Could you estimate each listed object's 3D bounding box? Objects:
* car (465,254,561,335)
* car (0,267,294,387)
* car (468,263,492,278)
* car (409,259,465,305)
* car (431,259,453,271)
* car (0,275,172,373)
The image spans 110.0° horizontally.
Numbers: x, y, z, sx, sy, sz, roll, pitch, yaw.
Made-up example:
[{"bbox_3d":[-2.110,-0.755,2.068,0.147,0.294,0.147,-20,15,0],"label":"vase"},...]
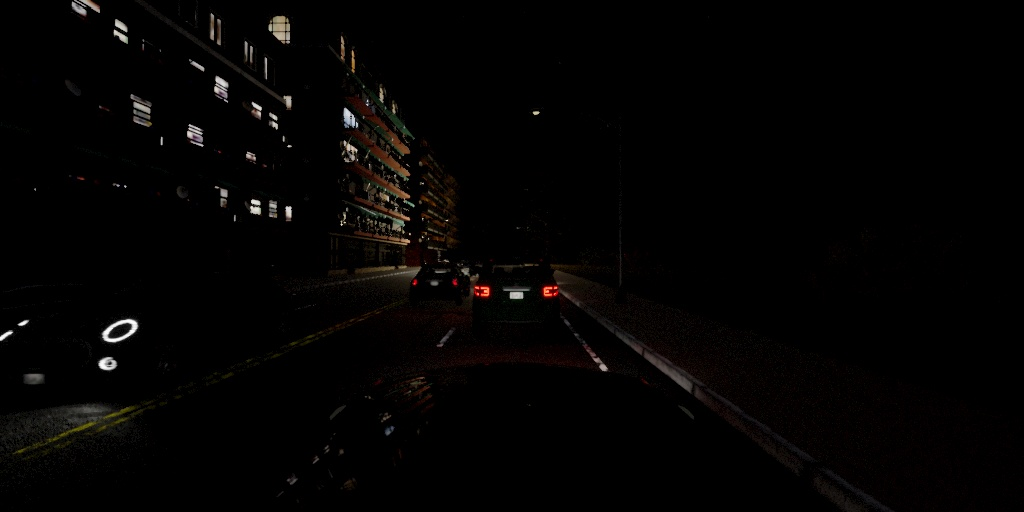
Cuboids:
[{"bbox_3d":[0.116,0.972,10.687,2.150,2.045,5.566,0,0,0],"label":"car"},{"bbox_3d":[-6.588,1.102,7.187,2.097,1.767,4.553,0,0,0],"label":"car"},{"bbox_3d":[-3.071,1.351,35.420,1.895,1.301,4.718,0,0,0],"label":"car"},{"bbox_3d":[-3.095,1.105,16.204,2.097,1.767,4.553,0,0,-1],"label":"car"},{"bbox_3d":[-9.725,1.240,50.189,2.128,1.511,4.902,0,0,0],"label":"car"},{"bbox_3d":[-9.838,1.242,6.807,2.128,1.511,4.902,0,0,0],"label":"car"}]
